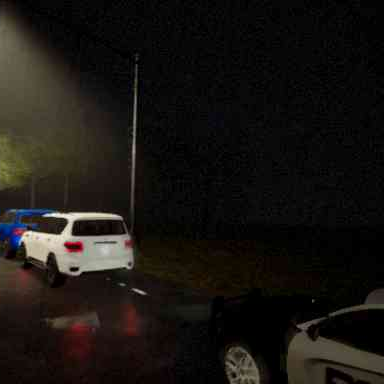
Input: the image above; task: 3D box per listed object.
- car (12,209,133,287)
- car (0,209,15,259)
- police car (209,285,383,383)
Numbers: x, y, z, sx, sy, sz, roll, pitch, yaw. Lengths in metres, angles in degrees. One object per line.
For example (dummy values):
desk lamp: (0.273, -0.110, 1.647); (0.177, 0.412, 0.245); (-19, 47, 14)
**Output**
car: (-4.038, 1.690, 11.066); (2.150, 2.045, 5.566); (3, -4, -39)
car: (-7.860, 1.829, 15.703); (2.150, 2.045, 5.566); (4, -4, -40)
police car: (2.244, 1.651, 3.352); (1.930, 1.638, 5.238); (3, -3, -39)
